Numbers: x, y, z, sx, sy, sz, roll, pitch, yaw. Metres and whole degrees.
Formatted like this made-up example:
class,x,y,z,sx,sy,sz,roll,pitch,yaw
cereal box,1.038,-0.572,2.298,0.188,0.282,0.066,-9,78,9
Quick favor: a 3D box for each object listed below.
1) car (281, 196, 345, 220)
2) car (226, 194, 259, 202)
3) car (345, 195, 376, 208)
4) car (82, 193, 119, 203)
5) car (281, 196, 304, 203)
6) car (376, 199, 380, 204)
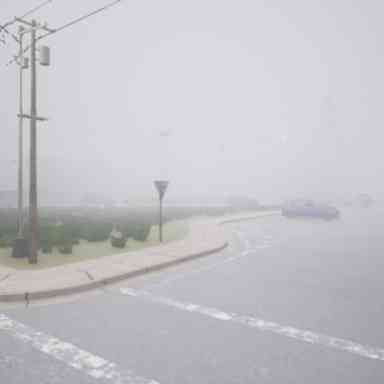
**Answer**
class,x,y,z,sx,sy,sz,roll,pitch,yaw
car,9.910,1.465,27.956,4.611,1.667,2.242,0,0,35
car,7.087,1.269,47.039,4.605,1.855,1.932,0,0,35
car,23.789,1.297,47.789,3.866,1.878,1.905,0,0,35
car,-13.467,1.147,48.744,5.566,2.045,2.150,0,-1,22
car,19.828,1.479,65.560,3.905,1.438,1.784,0,0,35
car,31.053,1.488,59.161,4.193,1.474,1.816,0,0,35
